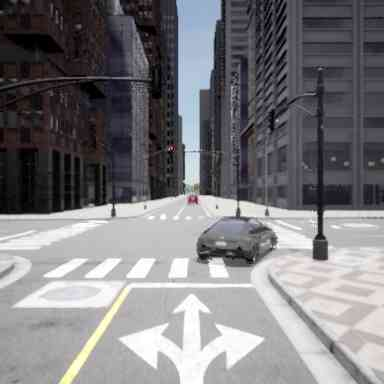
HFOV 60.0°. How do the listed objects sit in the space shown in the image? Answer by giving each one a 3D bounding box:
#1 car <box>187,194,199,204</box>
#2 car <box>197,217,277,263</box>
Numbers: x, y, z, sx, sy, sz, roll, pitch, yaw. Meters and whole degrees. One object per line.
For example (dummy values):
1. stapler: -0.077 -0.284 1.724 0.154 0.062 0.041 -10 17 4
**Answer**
1. car: 0.203 1.465 67.830 2.150 2.045 5.566 0 0 0
2. car: 1.781 1.602 12.353 1.994 1.385 4.181 -1 0 26
